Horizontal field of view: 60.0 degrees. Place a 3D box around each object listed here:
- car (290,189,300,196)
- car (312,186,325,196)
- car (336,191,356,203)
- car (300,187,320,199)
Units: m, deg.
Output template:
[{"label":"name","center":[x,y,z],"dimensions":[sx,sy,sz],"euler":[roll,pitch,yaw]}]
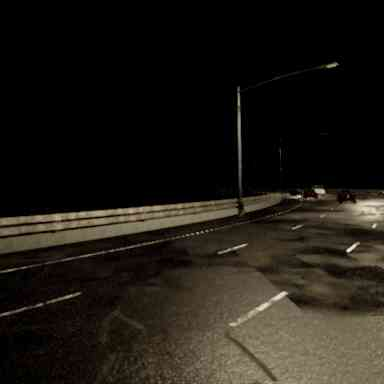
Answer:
[{"label":"car","center":[21.593,0.150,68.667],"dimensions":[2.128,1.511,4.902],"euler":[-1,1,2]},{"label":"car","center":[24.877,-0.182,66.575],"dimensions":[2.150,2.045,5.566],"euler":[-1,1,5]},{"label":"car","center":[19.681,0.578,42.577],"dimensions":[2.033,1.411,5.357],"euler":[-1,1,19]},{"label":"car","center":[19.447,0.360,54.991],"dimensions":[1.837,1.490,4.892],"euler":[-1,0,13]}]
